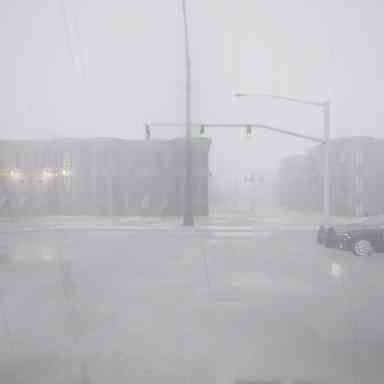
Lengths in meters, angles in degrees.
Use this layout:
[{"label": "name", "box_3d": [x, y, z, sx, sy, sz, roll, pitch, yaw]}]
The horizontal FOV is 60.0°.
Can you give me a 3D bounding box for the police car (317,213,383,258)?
[{"label": "police car", "box_3d": [7.344, 1.423, 12.112, 5.238, 1.638, 1.930, 0, 0, 3]}]
